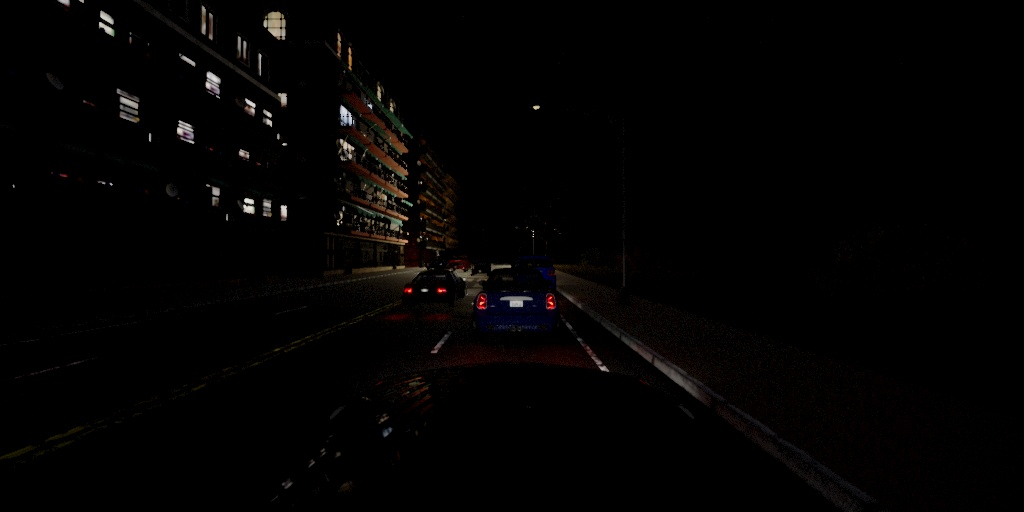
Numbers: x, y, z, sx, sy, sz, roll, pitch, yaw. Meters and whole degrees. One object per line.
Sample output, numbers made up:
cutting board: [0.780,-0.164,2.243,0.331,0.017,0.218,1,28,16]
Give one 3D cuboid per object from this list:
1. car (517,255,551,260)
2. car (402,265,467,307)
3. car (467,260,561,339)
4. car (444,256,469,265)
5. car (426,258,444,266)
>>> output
car: [1.140,0.977,19.822,2.150,2.045,5.566,0,0,0]
car: [-3.148,1.299,15.441,2.033,1.411,5.357,0,0,0]
car: [0.100,1.103,10.247,2.097,1.767,4.553,0,0,0]
car: [-6.593,0.973,44.603,2.150,2.045,5.566,0,0,0]
car: [-9.842,1.104,47.237,2.097,1.767,4.553,0,0,0]
